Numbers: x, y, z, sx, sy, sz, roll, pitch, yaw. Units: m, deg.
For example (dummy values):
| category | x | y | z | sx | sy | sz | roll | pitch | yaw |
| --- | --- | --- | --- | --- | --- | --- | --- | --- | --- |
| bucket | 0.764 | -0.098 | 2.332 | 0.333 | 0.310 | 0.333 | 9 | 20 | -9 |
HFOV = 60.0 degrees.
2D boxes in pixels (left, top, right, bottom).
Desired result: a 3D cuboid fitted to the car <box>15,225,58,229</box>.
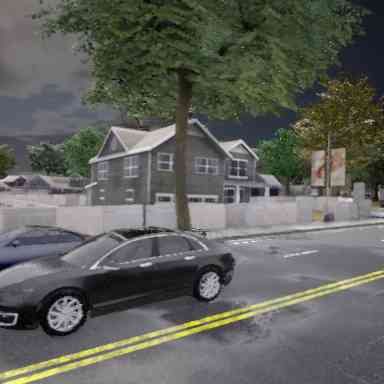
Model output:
| category | x | y | z | sx | sy | sz | roll | pitch | yaw |
| --- | --- | --- | --- | --- | --- | --- | --- | --- | --- |
| car | -4.238 | 1.572 | 8.645 | 4.181 | 1.385 | 1.994 | 0 | 0 | -35 |

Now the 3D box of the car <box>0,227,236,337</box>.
| category | x | y | z | sx | sy | sz | roll | pitch | yaw |
| --- | --- | --- | --- | --- | --- | --- | --- | --- | --- |
| car | -1.292 | 1.521 | 6.756 | 4.892 | 1.490 | 1.837 | 0 | 0 | -35 |
